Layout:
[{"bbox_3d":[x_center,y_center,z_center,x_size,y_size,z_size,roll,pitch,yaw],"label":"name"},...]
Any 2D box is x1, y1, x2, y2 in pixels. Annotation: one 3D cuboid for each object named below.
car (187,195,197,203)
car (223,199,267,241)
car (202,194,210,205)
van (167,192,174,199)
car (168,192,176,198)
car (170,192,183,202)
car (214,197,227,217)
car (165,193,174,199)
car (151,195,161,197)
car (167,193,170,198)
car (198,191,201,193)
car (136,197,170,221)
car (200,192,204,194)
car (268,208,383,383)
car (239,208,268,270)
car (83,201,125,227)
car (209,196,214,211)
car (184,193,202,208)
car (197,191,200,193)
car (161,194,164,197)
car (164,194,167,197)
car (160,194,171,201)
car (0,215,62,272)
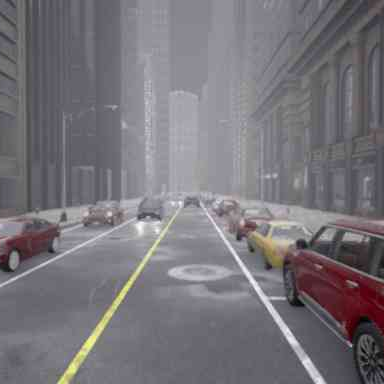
[{"bbox_3d":[0.002,1.250,60.106,1.895,1.301,4.718,0,0,0],"label":"car"},{"bbox_3d":[2.847,1.355,16.156,1.967,1.590,4.097,-1,0,0],"label":"car"},{"bbox_3d":[2.850,1.313,49.903,1.802,1.307,4.206,-1,0,0],"label":"car"},{"bbox_3d":[-5.676,0.823,89.268,1.690,1.788,3.998,-1,0,0],"label":"van"},{"bbox_3d":[-5.675,0.884,94.894,1.967,1.590,4.097,-1,0,0],"label":"car"},{"bbox_3d":[-3.002,1.230,66.515,1.895,1.301,4.718,0,0,0],"label":"car"},{"bbox_3d":[3.149,1.374,28.695,1.812,1.442,4.674,0,0,0],"label":"car"},{"bbox_3d":[-5.674,1.071,83.645,2.008,1.369,4.403,-1,0,0],"label":"car"},{"bbox_3d":[-5.676,1.328,44.272,1.947,1.339,4.313,-1,0,0],"label":"car"},{"bbox_3d":[-5.675,1.209,61.147,1.887,1.381,4.507,-1,0,0],"label":"car"},{"bbox_3d":[2.851,1.145,72.401,2.008,1.369,4.403,-1,0,0],"label":"car"},{"bbox_3d":[-3.099,1.409,26.177,2.033,1.411,5.357,0,0,0],"label":"car"},{"bbox_3d":[2.850,1.188,61.322,1.752,1.417,4.829,-1,0,0],"label":"car"},{"bbox_3d":[2.846,1.289,4.907,2.192,1.841,5.009,-1,0,0],"label":"car"},{"bbox_3d":[2.848,1.469,10.703,1.752,1.417,4.829,-1,0,0],"label":"car"},{"bbox_3d":[-5.678,1.325,21.773,1.967,1.590,4.097,-1,0,0],"label":"car"},{"bbox_3d":[3.149,1.336,35.695,1.812,1.442,4.674,0,0,0],"label":"car"},{"bbox_3d":[0.003,1.234,44.233,1.837,1.490,4.892,0,0,0],"label":"car"},{"bbox_3d":[2.851,1.065,83.649,1.887,1.381,4.507,-1,0,0],"label":"car"},{"bbox_3d":[-5.676,1.275,49.898,1.887,1.381,4.507,-1,0,0],"label":"car"},{"bbox_3d":[-5.676,1.242,55.522,1.887,1.381,4.507,-1,0,0],"label":"car"},{"bbox_3d":[-5.675,1.144,72.396,2.008,1.369,4.403,-1,0,0],"label":"car"},{"bbox_3d":[-5.677,1.489,10.525,1.887,1.381,4.507,-1,0,0],"label":"car"}]
